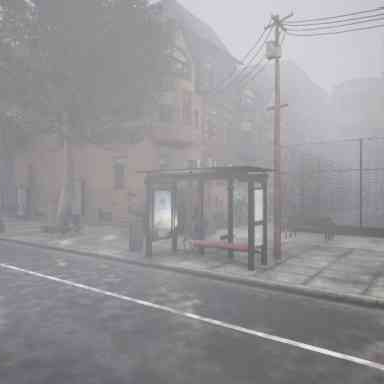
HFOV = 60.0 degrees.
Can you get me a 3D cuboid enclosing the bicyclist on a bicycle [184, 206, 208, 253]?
[{"bbox_3d":[0.229,1.339,11.913,0.582,1.620,1.656,1,-3,36],"label":"bicyclist on a bicycle"}]
